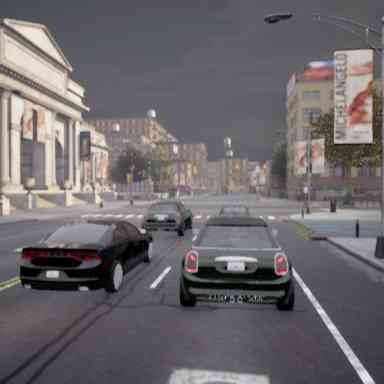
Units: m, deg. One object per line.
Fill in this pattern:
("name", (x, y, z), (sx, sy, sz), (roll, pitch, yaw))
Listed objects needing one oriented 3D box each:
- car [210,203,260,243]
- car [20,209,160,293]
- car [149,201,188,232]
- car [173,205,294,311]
("car", (2.162, 1.413, 16.801), (2.128, 1.511, 4.902), (0, 0, 8))
("car", (-2.395, 1.438, 8.877), (1.882, 1.535, 5.008), (0, 0, 7))
("car", (-1.196, 1.271, 18.007), (2.097, 1.767, 4.553), (0, 0, 8))
("car", (1.022, 1.315, 7.954), (2.097, 1.767, 4.553), (0, 0, 7))
